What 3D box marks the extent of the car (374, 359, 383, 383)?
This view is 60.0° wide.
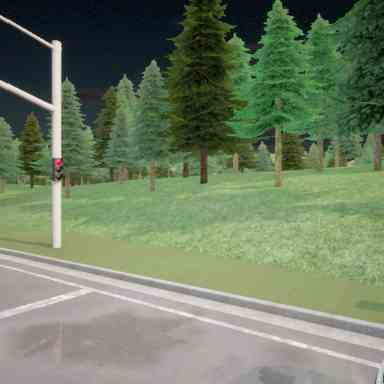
[{"bbox_3d":[3.388,1.352,1.571,4.553,1.767,2.097,0,0,36],"label":"car"}]
